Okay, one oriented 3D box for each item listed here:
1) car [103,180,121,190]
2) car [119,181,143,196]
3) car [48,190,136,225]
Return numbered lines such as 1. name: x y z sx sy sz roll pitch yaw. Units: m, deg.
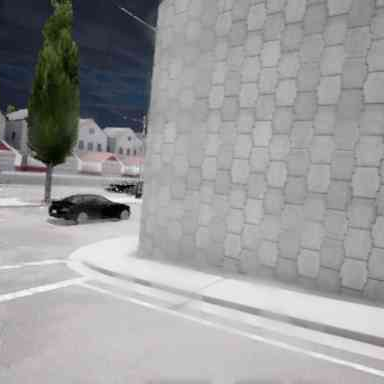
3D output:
1. car: -8.719 -0.665 41.314 2.128 1.511 4.902 8 4 34
2. car: -5.662 -0.199 39.631 2.033 1.411 5.357 8 4 34
3. car: -5.717 0.882 19.281 1.882 1.535 5.008 7 4 35
